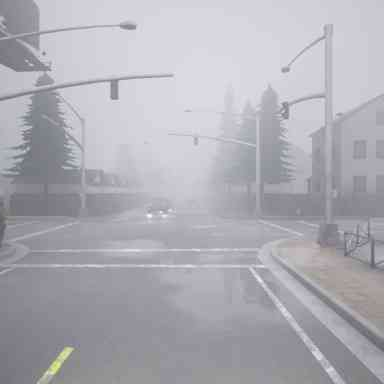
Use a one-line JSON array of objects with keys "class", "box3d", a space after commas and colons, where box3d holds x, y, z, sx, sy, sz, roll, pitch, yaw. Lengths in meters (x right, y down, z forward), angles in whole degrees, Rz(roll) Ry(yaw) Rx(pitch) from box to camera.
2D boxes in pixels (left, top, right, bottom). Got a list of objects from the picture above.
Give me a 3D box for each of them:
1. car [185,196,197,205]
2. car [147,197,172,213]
[{"class": "car", "box3d": [-0.140, 1.491, 59.194, 2.128, 1.511, 4.902, 0, 0, 0]}, {"class": "car", "box3d": [-3.686, 1.352, 36.990, 2.097, 1.767, 4.553, 0, 0, 0]}]
